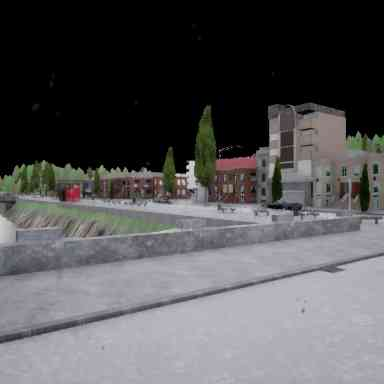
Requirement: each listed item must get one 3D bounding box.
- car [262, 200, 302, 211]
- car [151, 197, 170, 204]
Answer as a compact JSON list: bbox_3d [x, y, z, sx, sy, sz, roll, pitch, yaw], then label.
[{"bbox_3d":[10.553,1.601,39.507,1.895,1.301,4.718,0,0,-35],"label":"car"},{"bbox_3d":[-5.986,1.564,62.757,1.994,1.385,4.181,0,0,-36],"label":"car"}]
